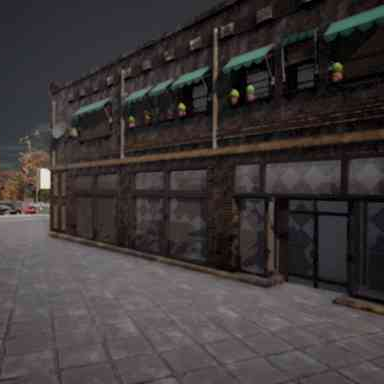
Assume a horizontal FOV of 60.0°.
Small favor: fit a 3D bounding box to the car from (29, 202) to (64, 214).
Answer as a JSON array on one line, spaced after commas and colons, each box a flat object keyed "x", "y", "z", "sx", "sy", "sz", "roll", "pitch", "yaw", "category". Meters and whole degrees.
[{"x": -22.820, "y": 2.506, "z": 52.172, "sx": 4.553, "sy": 1.767, "sz": 2.185, "roll": 1, "pitch": -1, "yaw": 16, "category": "car"}]

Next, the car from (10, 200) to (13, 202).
[{"x": -34.664, "y": 2.586, "z": 58.254, "sx": 5.008, "sy": 1.535, "sz": 2.097, "roll": 1, "pitch": -1, "yaw": 16, "category": "car"}]

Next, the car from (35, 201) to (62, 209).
[{"x": -30.996, "y": 2.853, "z": 71.830, "sx": 5.366, "sy": 1.575, "sz": 1.946, "roll": 1, "pitch": -1, "yaw": 16, "category": "car"}]

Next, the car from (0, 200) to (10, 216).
[{"x": -25.800, "y": 2.111, "z": 41.443, "sx": 4.553, "sy": 1.767, "sz": 2.185, "roll": 1, "pitch": -2, "yaw": 16, "category": "car"}]

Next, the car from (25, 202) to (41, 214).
[{"x": -24.340, "y": 2.481, "z": 46.814, "sx": 4.792, "sy": 1.488, "sz": 2.163, "roll": 1, "pitch": -2, "yaw": 16, "category": "car"}]

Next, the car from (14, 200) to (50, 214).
[{"x": -23.579, "y": 2.421, "z": 49.499, "sx": 4.553, "sy": 1.767, "sz": 2.185, "roll": 1, "pitch": -2, "yaw": 16, "category": "car"}]

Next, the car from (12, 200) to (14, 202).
[{"x": -33.921, "y": 2.404, "z": 60.947, "sx": 5.566, "sy": 2.045, "sz": 2.435, "roll": 1, "pitch": -1, "yaw": 16, "category": "car"}]

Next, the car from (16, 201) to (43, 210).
[{"x": -32.401, "y": 2.645, "z": 66.313, "sx": 4.553, "sy": 1.767, "sz": 2.185, "roll": 1, "pitch": -1, "yaw": 16, "category": "car"}]

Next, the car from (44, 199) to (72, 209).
[{"x": -30.026, "y": 2.647, "z": 74.453, "sx": 5.566, "sy": 2.045, "sz": 2.435, "roll": 1, "pitch": -1, "yaw": 16, "category": "car"}]

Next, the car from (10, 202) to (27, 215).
[{"x": -25.045, "y": 2.378, "z": 44.118, "sx": 4.792, "sy": 1.488, "sz": 2.163, "roll": 1, "pitch": -2, "yaw": 16, "category": "car"}]
